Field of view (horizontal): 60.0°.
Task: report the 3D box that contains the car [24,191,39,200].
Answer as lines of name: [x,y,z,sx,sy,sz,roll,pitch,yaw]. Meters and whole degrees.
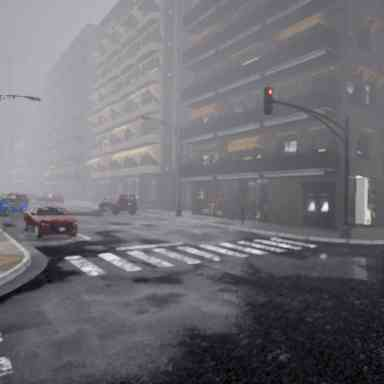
car: [-30.026,0.666,62.180,1.752,1.417,4.829,3,-1,-36]

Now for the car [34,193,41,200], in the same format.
car: [-23.284,0.887,52.885,1.947,1.339,4.313,3,-1,-36]

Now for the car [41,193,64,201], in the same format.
car: [-19.957,0.850,48.308,1.967,1.590,4.097,3,-1,-36]

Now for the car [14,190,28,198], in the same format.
car: [-36.566,0.406,71.200,1.967,1.590,4.097,3,-1,-36]

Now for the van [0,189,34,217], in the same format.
van: [-13.441,0.922,25.067,1.690,1.788,3.998,3,-1,-36]

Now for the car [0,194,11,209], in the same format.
car: [-20.093,0.947,34.222,1.887,1.381,4.507,3,-1,-36]

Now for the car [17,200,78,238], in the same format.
car: [-6.806,1.303,15.908,1.887,1.381,4.507,3,-1,-36]

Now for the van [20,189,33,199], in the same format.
van: [-33.241,0.396,66.623,1.690,1.788,3.998,3,-1,-36]

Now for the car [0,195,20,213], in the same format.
car: [-16.771,1.036,29.644,1.887,1.381,4.507,3,-1,-36]

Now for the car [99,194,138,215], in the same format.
car: [-6.665,1.080,29.994,2.192,1.841,5.009,3,-1,-36]
